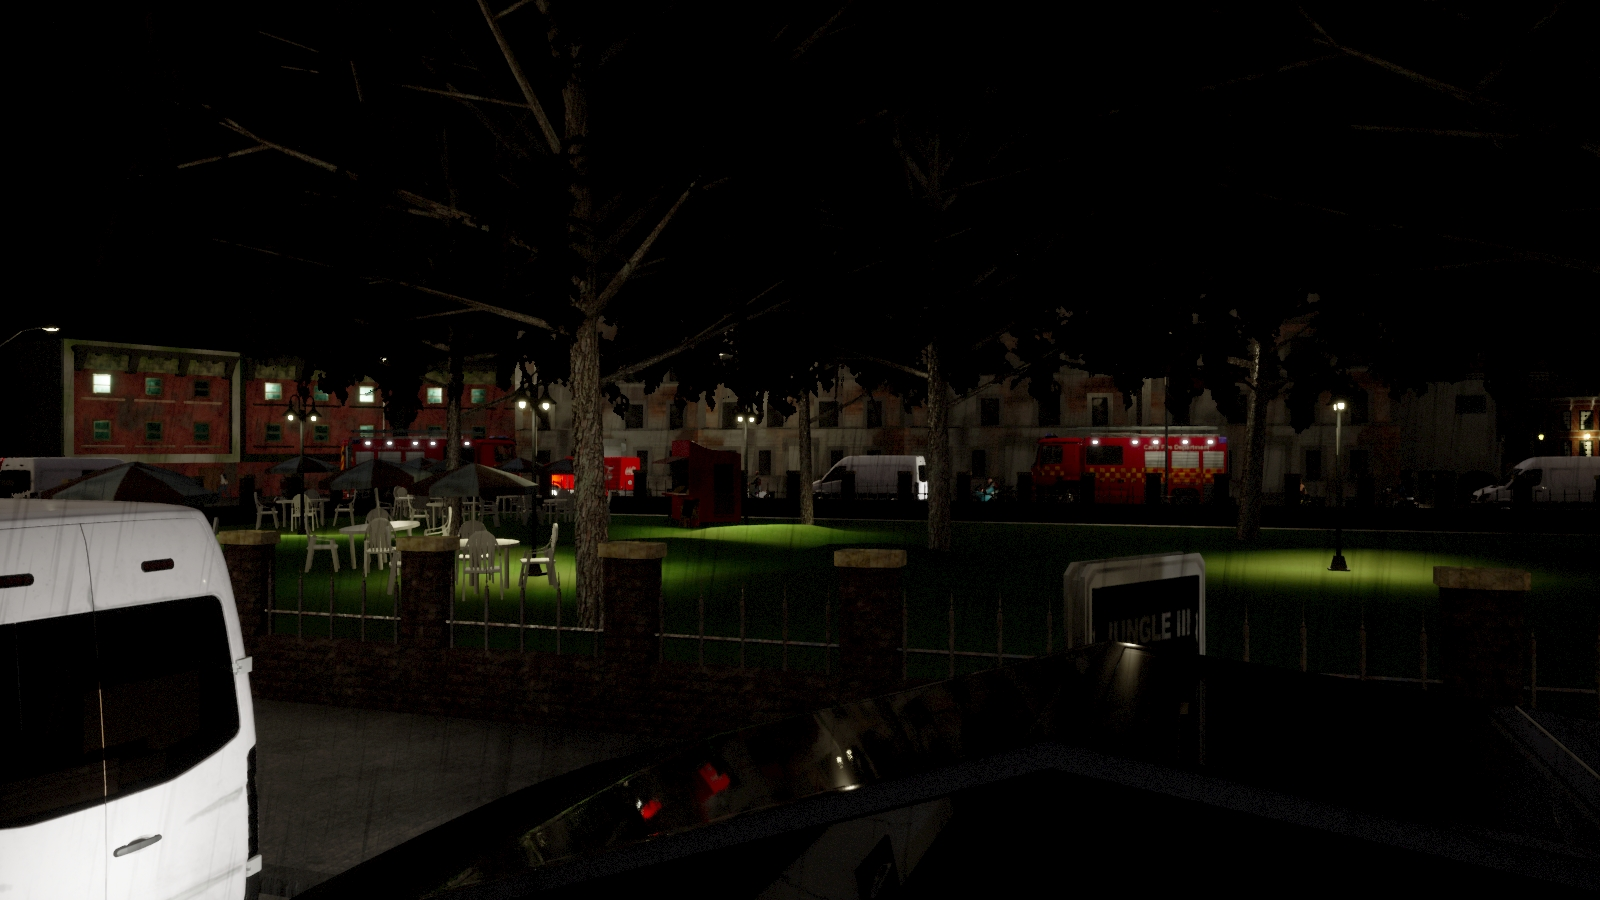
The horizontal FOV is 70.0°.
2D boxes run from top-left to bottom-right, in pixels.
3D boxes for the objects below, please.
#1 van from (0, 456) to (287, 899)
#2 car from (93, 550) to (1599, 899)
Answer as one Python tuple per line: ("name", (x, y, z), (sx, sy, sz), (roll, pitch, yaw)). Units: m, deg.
("van", (-5.749, 1.318, 5.932), (5.915, 2.561, 1.988), (0, 0, 20))
("car", (1.308, 1.534, 3.365), (6.274, 2.098, 2.390), (0, 0, 20))
